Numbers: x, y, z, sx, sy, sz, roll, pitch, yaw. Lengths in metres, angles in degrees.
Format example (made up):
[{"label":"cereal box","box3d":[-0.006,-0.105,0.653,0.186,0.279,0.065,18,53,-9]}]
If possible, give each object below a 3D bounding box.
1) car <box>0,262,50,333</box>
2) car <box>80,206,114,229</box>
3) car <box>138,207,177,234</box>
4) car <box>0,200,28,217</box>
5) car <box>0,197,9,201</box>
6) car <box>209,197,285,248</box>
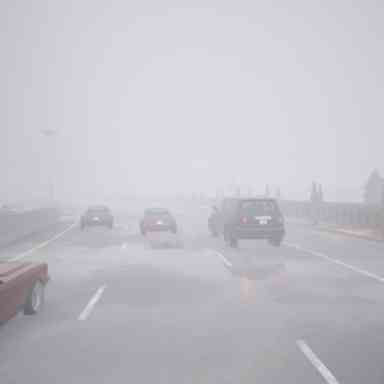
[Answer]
[{"label":"car","box3d":[-3.658,1.616,4.537,1.895,1.301,4.718,0,0,-3]},{"label":"car","box3d":[-6.249,1.595,22.126,1.994,1.385,4.181,0,0,-13]},{"label":"car","box3d":[-2.082,1.578,19.422,1.994,1.385,4.181,0,0,-11]},{"label":"car","box3d":[-15.549,1.669,28.765,1.895,1.301,4.718,0,0,-19]},{"label":"car","box3d":[-36.226,1.689,63.611,1.994,1.385,4.181,0,0,-42]},{"label":"car","box3d":[2.270,1.218,15.079,2.150,2.045,5.566,0,0,-8]}]
